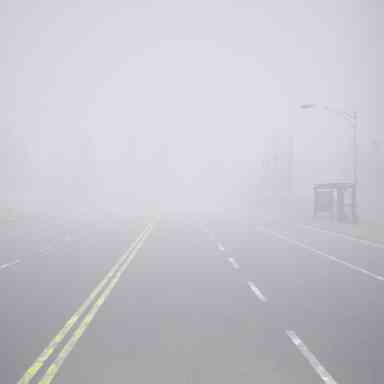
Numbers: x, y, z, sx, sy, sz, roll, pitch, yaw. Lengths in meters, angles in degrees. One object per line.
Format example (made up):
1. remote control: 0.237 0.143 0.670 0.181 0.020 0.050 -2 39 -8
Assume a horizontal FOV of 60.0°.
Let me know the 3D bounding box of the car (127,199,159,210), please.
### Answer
1. car: -6.370 1.573 42.330 1.895 1.301 4.718 0 0 -43

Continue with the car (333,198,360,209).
1. car: 17.710 1.436 40.246 4.902 1.511 2.128 0 0 -2
